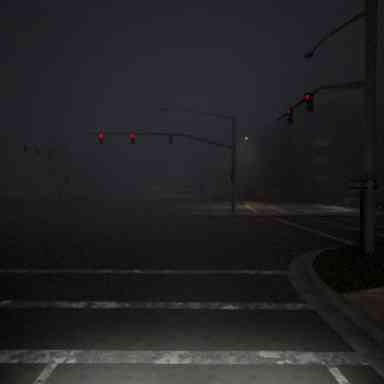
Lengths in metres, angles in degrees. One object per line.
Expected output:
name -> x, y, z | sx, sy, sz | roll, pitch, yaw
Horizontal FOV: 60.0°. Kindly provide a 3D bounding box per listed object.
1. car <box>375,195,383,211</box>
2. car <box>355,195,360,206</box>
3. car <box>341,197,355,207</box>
car -> 19.442, 1.142, 30.565 | 4.718, 1.301, 1.895 | 0, 1, -1
car -> 19.962, 0.967, 34.066 | 5.008, 1.535, 1.882 | 0, 1, -1
car -> 19.349, 0.963, 37.561 | 4.674, 1.442, 1.812 | 0, 1, 0
